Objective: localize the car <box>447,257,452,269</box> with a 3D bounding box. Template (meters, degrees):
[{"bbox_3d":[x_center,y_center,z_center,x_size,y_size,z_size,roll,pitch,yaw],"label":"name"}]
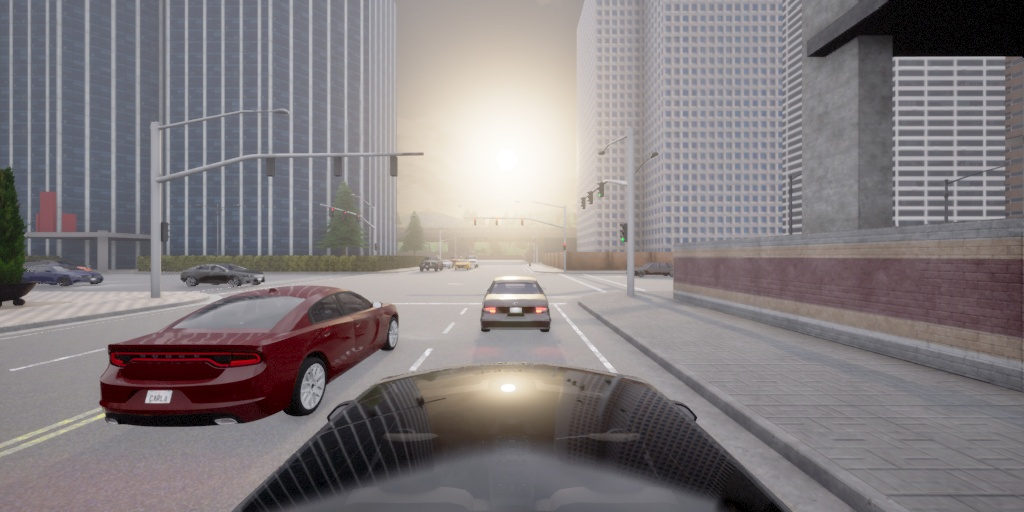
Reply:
[{"bbox_3d":[-10.549,1.275,56.936,1.812,1.442,4.674,0,0,0],"label":"car"}]

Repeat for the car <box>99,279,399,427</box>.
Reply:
[{"bbox_3d":[-3.440,1.228,5.988,1.882,1.535,5.008,0,0,0],"label":"car"}]

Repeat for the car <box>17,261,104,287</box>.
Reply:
[{"bbox_3d":[-29.987,1.275,23.669,4.674,1.442,1.812,0,0,0],"label":"car"}]

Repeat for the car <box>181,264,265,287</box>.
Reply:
[{"bbox_3d":[-18.790,1.241,23.411,4.902,1.511,2.128,0,0,4],"label":"car"}]

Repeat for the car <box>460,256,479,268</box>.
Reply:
[{"bbox_3d":[-7.028,0.971,61.844,2.150,2.045,5.566,0,0,0],"label":"car"}]

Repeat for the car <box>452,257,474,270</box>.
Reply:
[{"bbox_3d":[-7.061,1.227,52.003,1.882,1.535,5.008,0,0,0],"label":"car"}]

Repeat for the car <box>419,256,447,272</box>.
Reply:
[{"bbox_3d":[-10.568,0.971,47.397,2.150,2.045,5.566,0,0,0],"label":"car"}]

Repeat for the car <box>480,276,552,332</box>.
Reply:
[{"bbox_3d":[0.090,1.297,10.801,2.033,1.411,5.357,0,0,0],"label":"car"}]

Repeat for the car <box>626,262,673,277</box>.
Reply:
[{"bbox_3d":[13.914,1.297,34.780,5.357,1.411,2.033,0,0,0],"label":"car"}]
